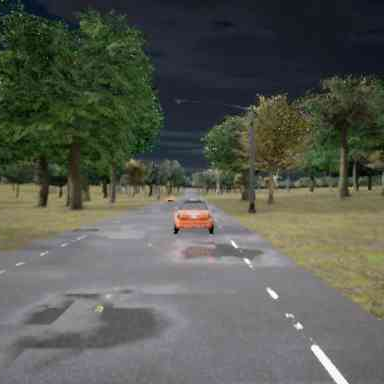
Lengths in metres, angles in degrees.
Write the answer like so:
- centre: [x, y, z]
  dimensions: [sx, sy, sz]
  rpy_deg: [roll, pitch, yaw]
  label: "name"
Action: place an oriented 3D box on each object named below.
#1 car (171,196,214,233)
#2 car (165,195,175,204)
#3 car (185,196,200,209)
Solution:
- centre: [0.101, 1.255, 18.966]
  dimensions: [2.097, 1.767, 4.553]
  rpy_deg: [0, 0, 0]
  label: "car"
- centre: [-3.494, 1.231, 56.126]
  dimensions: [1.882, 1.535, 5.008]
  rpy_deg: [0, 0, 0]
  label: "car"
- centre: [0.104, 1.327, 42.548]
  dimensions: [1.812, 1.442, 4.674]
  rpy_deg: [0, 0, 0]
  label: "car"
